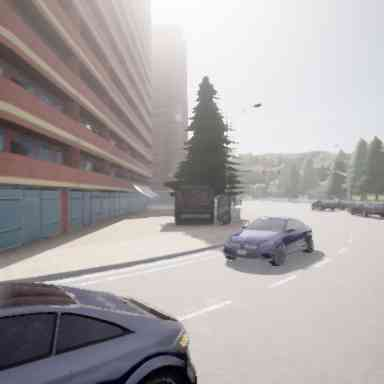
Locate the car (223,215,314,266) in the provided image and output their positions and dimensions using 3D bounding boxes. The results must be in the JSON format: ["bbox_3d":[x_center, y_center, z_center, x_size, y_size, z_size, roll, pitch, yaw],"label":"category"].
[{"bbox_3d":[2.980,1.612,12.109,1.812,1.442,4.674,-1,-1,38],"label":"car"}]

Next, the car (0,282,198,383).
[{"bbox_3d":[-1.993,1.605,2.850,4.181,1.385,1.994,0,-1,-37],"label":"car"}]

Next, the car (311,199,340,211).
[{"bbox_3d":[17.545,1.767,44.703,1.837,1.490,4.892,0,0,1],"label":"car"}]

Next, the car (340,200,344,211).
[{"bbox_3d":[20.987,1.798,46.103,2.033,1.411,5.357,0,0,1],"label":"car"}]

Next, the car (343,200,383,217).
[{"bbox_3d":[17.222,1.710,32.679,2.033,1.411,5.357,0,0,4],"label":"car"}]
